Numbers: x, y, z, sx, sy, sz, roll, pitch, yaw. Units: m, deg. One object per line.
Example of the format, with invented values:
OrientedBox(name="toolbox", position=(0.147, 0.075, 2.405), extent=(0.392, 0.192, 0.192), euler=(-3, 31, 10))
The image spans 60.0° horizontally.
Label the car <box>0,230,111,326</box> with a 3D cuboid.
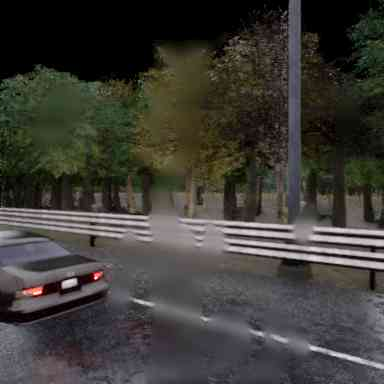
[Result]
OrientedBox(name="car", position=(-4.038, 1.528, 6.872), extent=(5.357, 1.411, 2.033), euler=(0, 0, 35))
